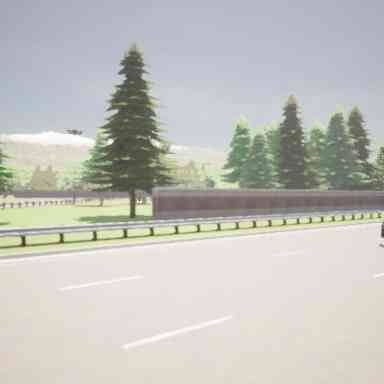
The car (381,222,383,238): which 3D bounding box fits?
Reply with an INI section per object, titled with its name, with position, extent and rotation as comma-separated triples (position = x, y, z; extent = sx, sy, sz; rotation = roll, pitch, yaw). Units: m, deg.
[car]
position = 10.328, 1.578, 14.856
extent = 4.902, 1.511, 2.128
rotation = 0, 0, -35
